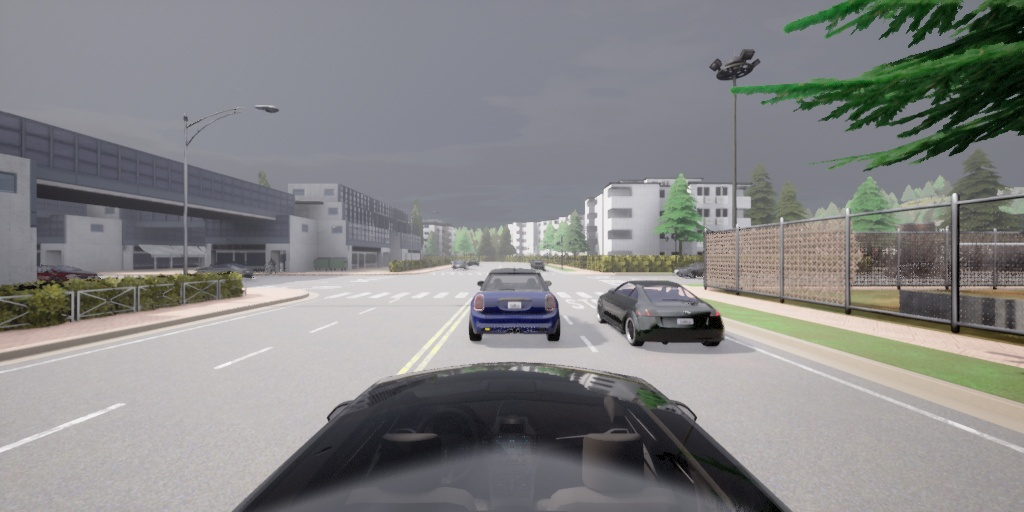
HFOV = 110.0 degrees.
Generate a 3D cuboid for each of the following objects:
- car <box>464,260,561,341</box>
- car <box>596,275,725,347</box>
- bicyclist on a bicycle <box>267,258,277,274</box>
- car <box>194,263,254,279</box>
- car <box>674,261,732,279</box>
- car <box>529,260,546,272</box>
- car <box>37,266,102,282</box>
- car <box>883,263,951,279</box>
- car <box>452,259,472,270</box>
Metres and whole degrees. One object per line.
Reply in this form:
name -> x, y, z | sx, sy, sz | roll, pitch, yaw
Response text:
car -> 0.066, 1.101, 10.002 | 2.097, 1.767, 4.553 | 0, 0, 0
car -> 3.565, 1.313, 9.369 | 1.994, 1.385, 4.181 | 0, 0, 0
bicyclist on a bicycle -> -25.459, 1.047, 38.076 | 0.582, 1.620, 1.656 | 0, 0, -1
car -> -24.323, 1.309, 30.294 | 4.181, 1.385, 1.994 | 0, 0, 0
car -> 16.738, 1.219, 31.321 | 4.902, 1.511, 2.128 | 0, 0, 0
car -> 3.363, 1.247, 48.370 | 1.837, 1.490, 4.892 | 0, 0, -1
car -> -29.230, 1.310, 23.059 | 4.181, 1.385, 1.994 | 0, 0, 0
car -> 35.456, 1.241, 31.397 | 4.892, 1.490, 1.837 | 0, 0, 0
car -> -7.355, 1.233, 51.077 | 2.128, 1.511, 4.902 | 0, 0, 0
